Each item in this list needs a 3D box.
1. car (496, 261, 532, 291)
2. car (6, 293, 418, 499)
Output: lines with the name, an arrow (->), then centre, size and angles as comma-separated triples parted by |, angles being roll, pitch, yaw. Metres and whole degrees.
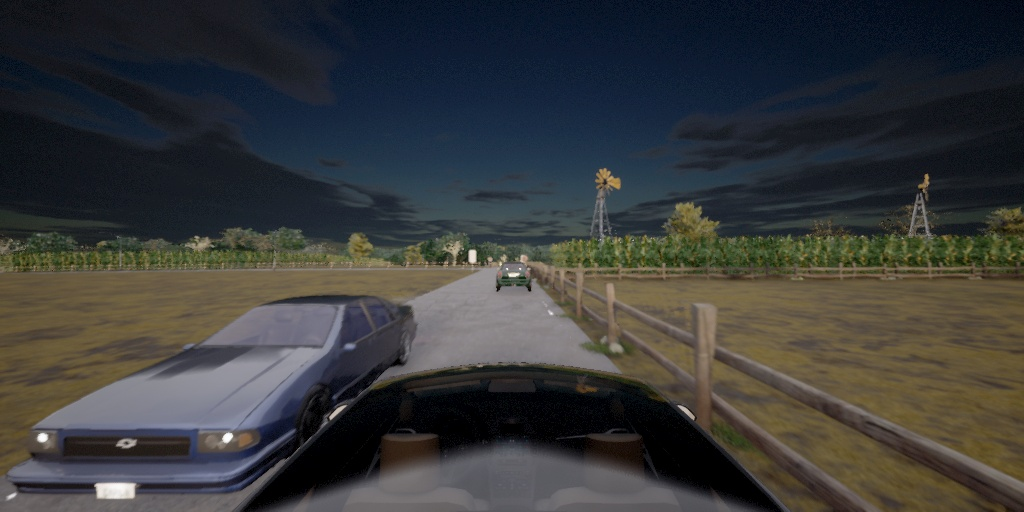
car -> 0.100, 1.141, 22.419 | 2.097, 1.767, 4.553 | 0, 0, 0
car -> -2.847, 1.298, 5.237 | 2.033, 1.411, 5.357 | 0, 0, 0
